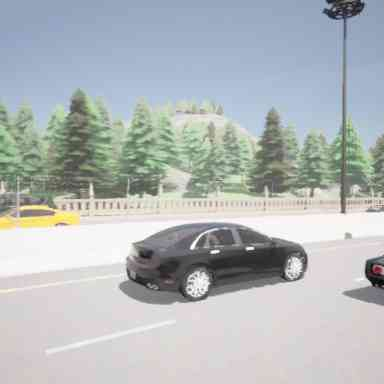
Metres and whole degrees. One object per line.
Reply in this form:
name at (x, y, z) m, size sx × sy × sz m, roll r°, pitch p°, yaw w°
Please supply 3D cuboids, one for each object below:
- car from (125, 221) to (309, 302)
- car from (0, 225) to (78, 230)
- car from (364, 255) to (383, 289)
car at (0.815, 1.496, 8.251) m, size 4.892 × 1.490 × 1.837 m, roll 0°, pitch 0°, yaw -32°
car at (-7.793, 1.397, 15.436) m, size 5.008 × 1.535 × 1.882 m, roll 0°, pitch 0°, yaw -34°
car at (6.056, 1.630, 7.358) m, size 4.718 × 1.301 × 1.895 m, roll 0°, pitch 0°, yaw -30°
